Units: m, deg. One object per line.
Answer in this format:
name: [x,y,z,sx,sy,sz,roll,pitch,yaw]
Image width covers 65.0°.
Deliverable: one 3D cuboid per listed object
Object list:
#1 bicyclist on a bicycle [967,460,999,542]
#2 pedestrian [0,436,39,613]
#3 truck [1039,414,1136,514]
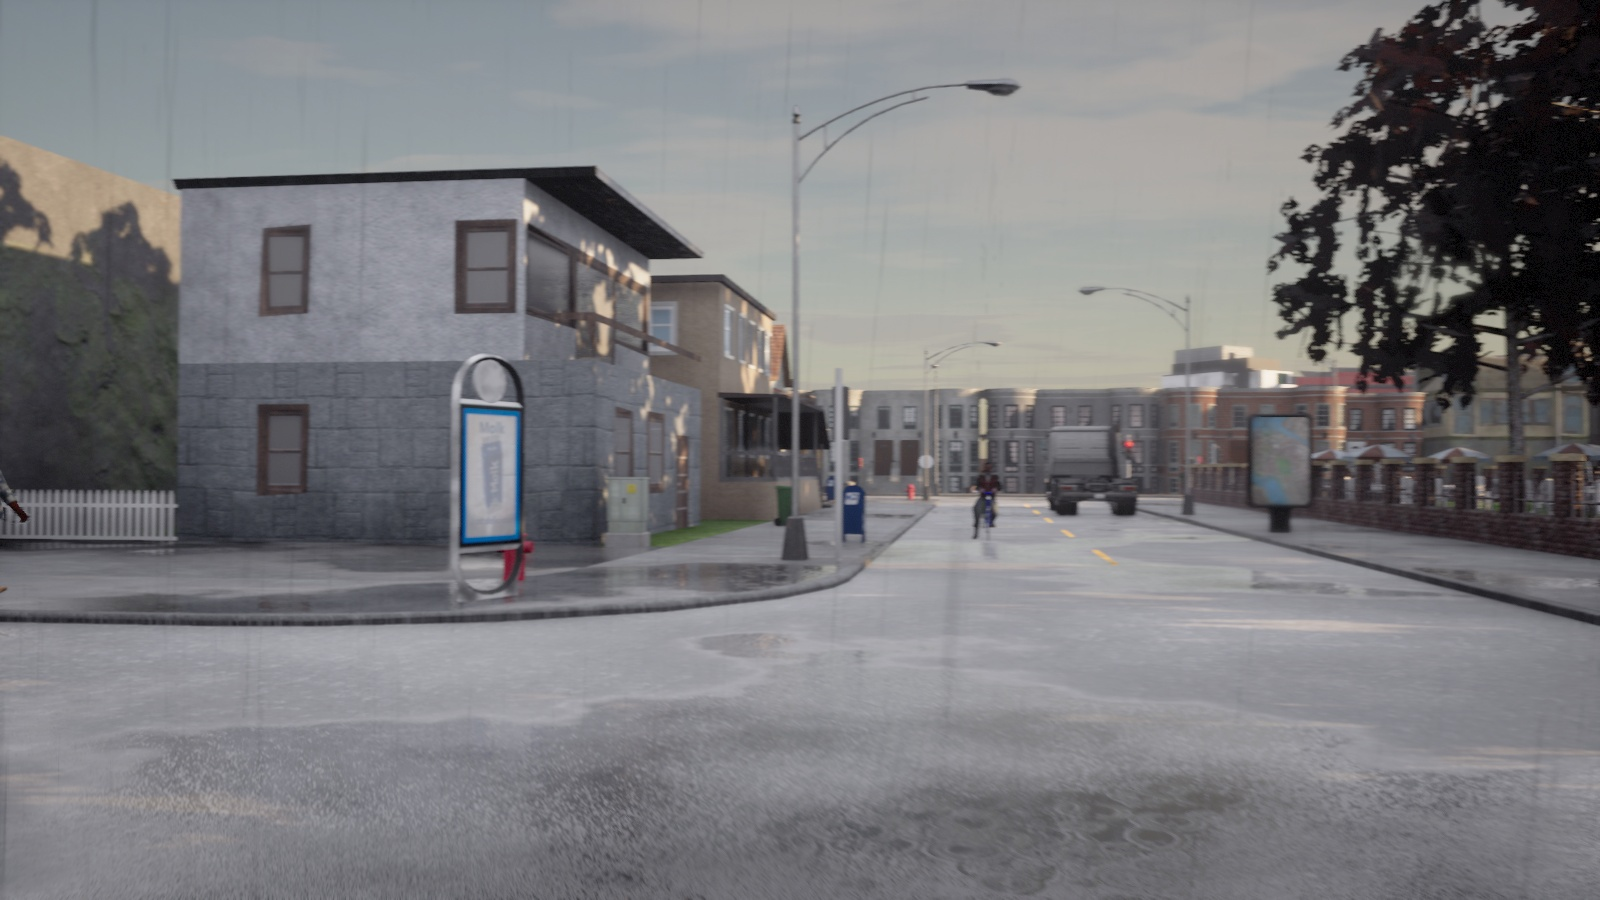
bicyclist on a bicycle: [4.089,1.118,28.108,0.659,1.776,1.843,0,-1,8]
pedestrian: [-8.804,0.782,13.330,0.900,1.855,0.874,-1,-1,21]
truck: [10.792,0.551,47.811,2.891,3.462,7.936,0,-1,8]
